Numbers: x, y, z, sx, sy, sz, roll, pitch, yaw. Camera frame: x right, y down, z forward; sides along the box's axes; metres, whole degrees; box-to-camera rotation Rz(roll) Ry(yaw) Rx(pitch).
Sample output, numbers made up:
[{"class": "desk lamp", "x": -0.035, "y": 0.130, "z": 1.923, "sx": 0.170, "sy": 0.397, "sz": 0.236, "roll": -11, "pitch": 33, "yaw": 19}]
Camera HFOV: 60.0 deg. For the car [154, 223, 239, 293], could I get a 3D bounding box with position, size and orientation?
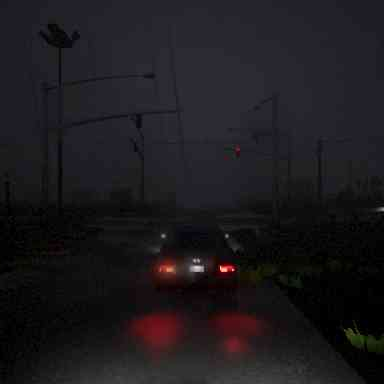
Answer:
[{"class": "car", "x": 0.090, "y": 1.546, "z": 8.996, "sx": 2.033, "sy": 1.411, "sz": 5.357, "roll": 0, "pitch": 0, "yaw": 0}]
